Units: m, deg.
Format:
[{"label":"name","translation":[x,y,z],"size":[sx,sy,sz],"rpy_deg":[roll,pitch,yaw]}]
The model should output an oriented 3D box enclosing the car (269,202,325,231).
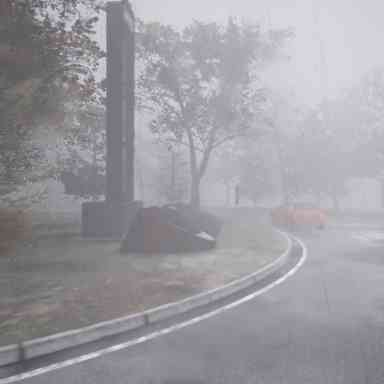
[{"label":"car","translation":[6.619,1.417,21.528],"size":[2.097,1.767,4.553],"rpy_deg":[0,0,-7]}]
